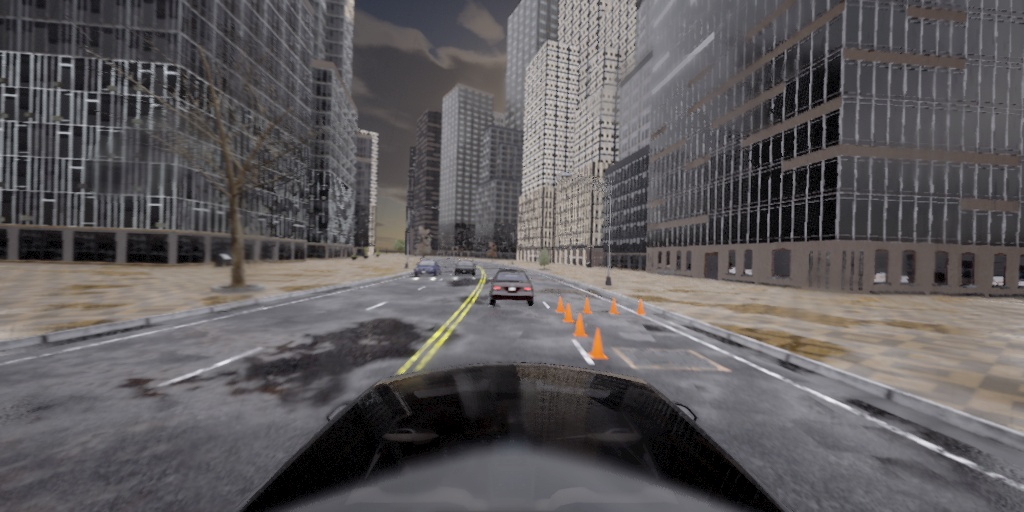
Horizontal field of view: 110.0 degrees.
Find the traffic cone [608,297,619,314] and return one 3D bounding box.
[{"bbox_3d":[3.788,1.845,13.386,0.340,0.580,0.340,0,0,0],"label":"traffic cone"}]

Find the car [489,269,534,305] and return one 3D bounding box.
[{"bbox_3d":[-0.072,1.319,16.298,2.033,1.411,5.357,2,0,-2],"label":"car"}]

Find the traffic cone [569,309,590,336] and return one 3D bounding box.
[{"bbox_3d":[1.767,1.775,9.397,0.340,0.580,0.340,0,0,0],"label":"traffic cone"}]

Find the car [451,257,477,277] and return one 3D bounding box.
[{"bbox_3d":[-4.488,1.128,34.861,1.882,1.535,5.008,2,0,-4],"label":"car"}]

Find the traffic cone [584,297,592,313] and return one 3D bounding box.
[{"bbox_3d":[2.789,1.813,13.391,0.340,0.580,0.340,0,0,0],"label":"traffic cone"}]

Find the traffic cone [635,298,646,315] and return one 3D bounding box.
[{"bbox_3d":[4.788,1.876,13.381,0.340,0.580,0.340,0,0,0],"label":"traffic cone"}]

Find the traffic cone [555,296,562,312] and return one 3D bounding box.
[{"bbox_3d":[1.789,1.781,13.397,0.340,0.580,0.340,0,0,0],"label":"traffic cone"}]

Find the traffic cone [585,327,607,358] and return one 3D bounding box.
[{"bbox_3d":[1.757,1.771,7.397,0.340,0.580,0.340,0,0,0],"label":"traffic cone"}]

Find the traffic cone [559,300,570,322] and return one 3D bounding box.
[{"bbox_3d":[1.778,1.778,11.397,0.340,0.580,0.340,0,0,0],"label":"traffic cone"}]

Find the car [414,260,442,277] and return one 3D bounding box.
[{"bbox_3d":[-7.582,1.077,32.493,1.812,1.442,4.674,2,0,-4],"label":"car"}]
